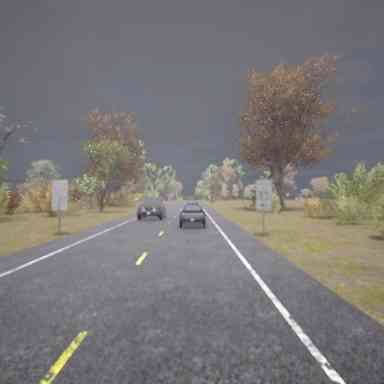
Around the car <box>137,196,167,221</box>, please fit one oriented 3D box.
[{"bbox_3d":[-3.536,1.419,30.037,2.150,2.045,5.566,0,-1,1],"label":"car"}]

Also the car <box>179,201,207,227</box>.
[{"bbox_3d":[0.056,1.644,24.164,2.128,1.511,4.902,0,0,1],"label":"car"}]
